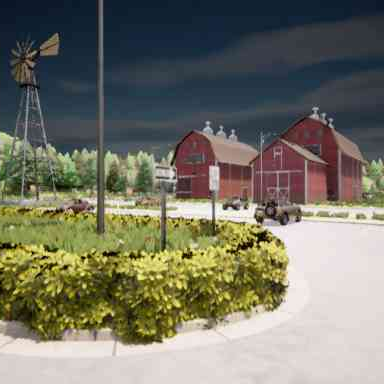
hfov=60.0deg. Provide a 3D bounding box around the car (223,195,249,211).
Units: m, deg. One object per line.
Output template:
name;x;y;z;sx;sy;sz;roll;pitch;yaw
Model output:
car;5.287;1.265;39.593;1.905;1.878;3.866;0;0;35

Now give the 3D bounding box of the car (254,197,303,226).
car;5.998;1.258;22.889;1.932;1.855;4.605;0;0;35

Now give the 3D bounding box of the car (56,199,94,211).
car;-12.493;1.473;35.675;1.784;1.438;3.905;0;0;35

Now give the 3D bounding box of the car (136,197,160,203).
car;-6.068;1.460;46.884;1.816;1.474;4.193;0;0;35
